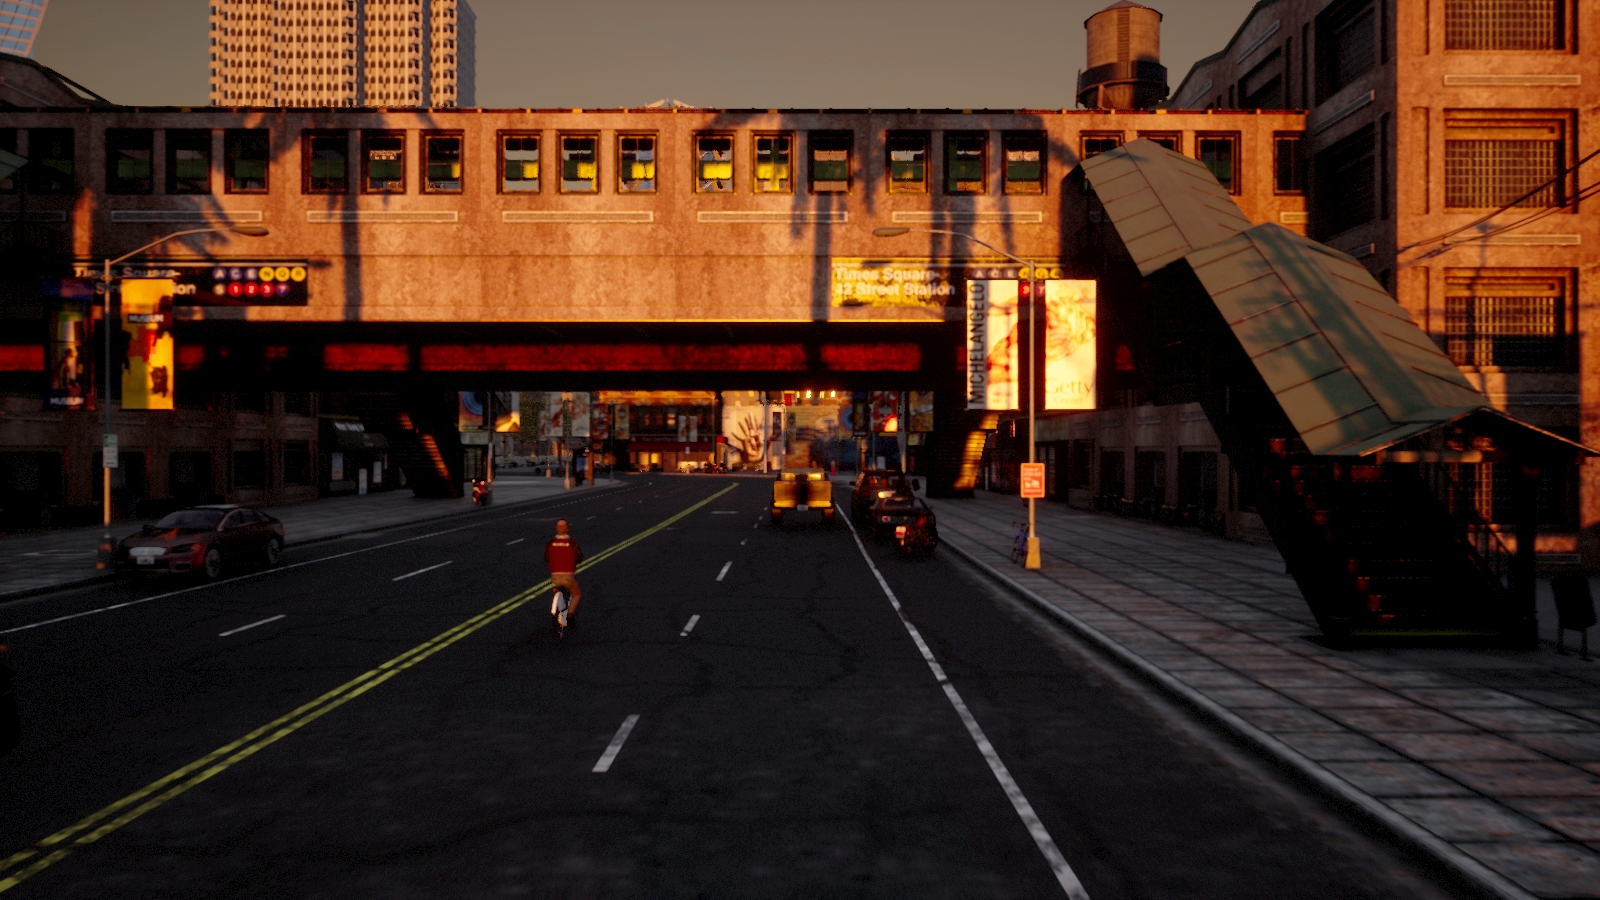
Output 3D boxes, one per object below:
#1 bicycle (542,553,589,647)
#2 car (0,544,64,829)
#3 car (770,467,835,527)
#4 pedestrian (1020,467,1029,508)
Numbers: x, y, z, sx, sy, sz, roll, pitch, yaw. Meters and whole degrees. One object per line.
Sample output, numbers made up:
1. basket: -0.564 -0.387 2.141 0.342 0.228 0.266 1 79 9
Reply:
1. bicycle: -3.495 2.210 17.139 0.329 1.171 1.835 0 0 0
2. car: -6.997 1.779 6.397 2.150 2.045 5.566 0 0 0
3. car: 0.111 1.753 44.907 2.390 2.098 6.274 0 0 0
4. pedestrian: 10.260 1.696 52.285 0.375 1.860 0.375 0 0 7
